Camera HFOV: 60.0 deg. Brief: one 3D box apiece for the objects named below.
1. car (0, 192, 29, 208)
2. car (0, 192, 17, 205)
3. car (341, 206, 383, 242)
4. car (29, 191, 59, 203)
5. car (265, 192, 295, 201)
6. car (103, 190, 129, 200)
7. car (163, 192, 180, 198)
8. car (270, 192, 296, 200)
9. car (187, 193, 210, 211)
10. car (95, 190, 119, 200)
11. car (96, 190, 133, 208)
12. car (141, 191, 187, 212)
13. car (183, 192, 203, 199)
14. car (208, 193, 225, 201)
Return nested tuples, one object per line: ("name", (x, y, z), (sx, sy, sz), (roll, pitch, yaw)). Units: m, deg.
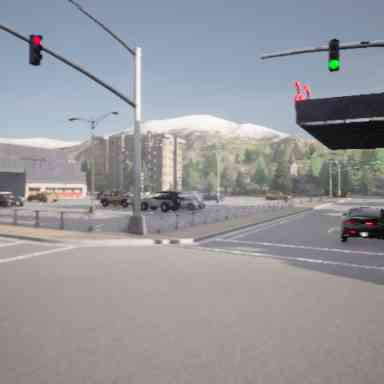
("car", (-20.174, 0.931, 35.899), (4.514, 1.523, 2.007), (0, 1, 30))
("car", (-24.477, 0.788, 42.575), (3.806, 1.475, 1.970), (0, 1, 30))
("car", (8.112, 1.427, 15.438), (1.837, 1.490, 4.892), (0, 1, 30))
("car", (-21.574, 0.664, 48.307), (5.027, 1.636, 2.152), (0, 1, 30))
("car", (16.293, 0.828, 62.556), (5.027, 1.636, 2.152), (0, 1, 30))
("car", (-14.143, 0.499, 62.142), (4.605, 1.855, 1.932), (0, 1, 30))
("car", (-4.806, 0.653, 78.212), (3.633, 1.501, 1.845), (0, 1, 30))
("car", (17.803, 0.816, 65.306), (4.514, 1.523, 2.007), (0, 1, 30))
("car", (-0.658, 1.088, 32.787), (3.806, 1.475, 1.970), (0, 1, 30))
("car", (-15.227, 0.501, 59.415), (3.866, 1.878, 1.905), (0, 1, 30))
("car", (-8.038, 0.760, 36.958), (4.605, 1.855, 1.932), (0, 1, 30))
("car", (-2.837, 0.821, 30.201), (3.866, 1.878, 1.905), (0, 1, 30))
("car", (0.159, 0.739, 71.943), (3.806, 1.475, 1.970), (0, 1, 30))
("car", (3.753, 0.838, 56.077), (3.633, 1.501, 1.845), (0, 1, 30))
